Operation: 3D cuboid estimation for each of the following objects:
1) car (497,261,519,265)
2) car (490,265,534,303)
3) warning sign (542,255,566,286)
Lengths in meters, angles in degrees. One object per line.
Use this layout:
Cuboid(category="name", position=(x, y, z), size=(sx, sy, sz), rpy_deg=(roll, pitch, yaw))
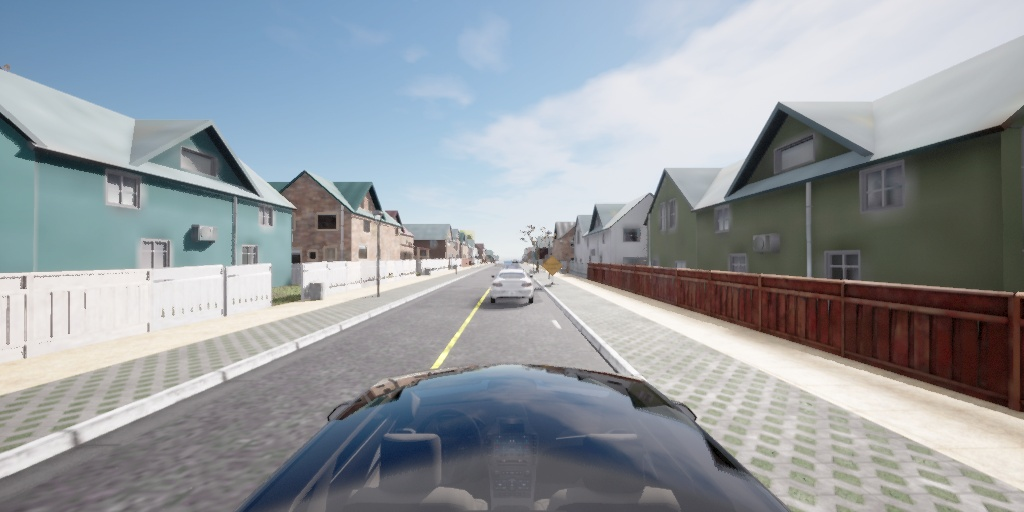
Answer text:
Cuboid(category="car", position=(0.000, 1.370, 31.503), size=(2.033, 1.411, 5.357), rpy_deg=(0, 0, 0))
Cuboid(category="car", position=(0.000, 1.301, 16.502), size=(1.812, 1.442, 4.674), rpy_deg=(0, 0, 0))
Cuboid(category="warning sign", position=(2.518, 0.894, 22.238), size=(1.300, 1.860, 1.060), rpy_deg=(0, 0, 0))
